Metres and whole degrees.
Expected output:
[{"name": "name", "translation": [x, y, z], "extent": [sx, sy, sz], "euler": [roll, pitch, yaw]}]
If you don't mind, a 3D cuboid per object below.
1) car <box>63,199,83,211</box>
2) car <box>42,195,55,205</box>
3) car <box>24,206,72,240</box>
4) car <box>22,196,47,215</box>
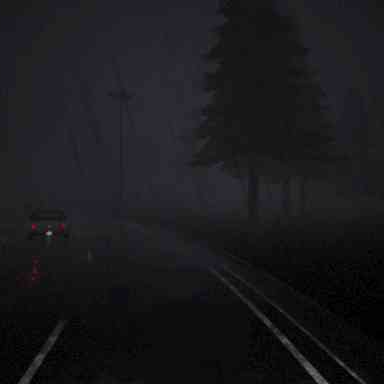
[{"name": "car", "translation": [-15.045, 1.576, 41.844], "extent": [1.812, 1.442, 4.674], "euler": [0, 0, -28]}, {"name": "car", "translation": [-25.722, 1.682, 59.692], "extent": [1.895, 1.301, 4.718], "euler": [0, 0, -28]}, {"name": "car", "translation": [-7.620, 1.625, 17.519], "extent": [1.895, 1.301, 4.718], "euler": [0, 0, -25]}, {"name": "car", "translation": [-16.557, 1.529, 34.717], "extent": [1.882, 1.535, 5.008], "euler": [0, 0, -27]}]
